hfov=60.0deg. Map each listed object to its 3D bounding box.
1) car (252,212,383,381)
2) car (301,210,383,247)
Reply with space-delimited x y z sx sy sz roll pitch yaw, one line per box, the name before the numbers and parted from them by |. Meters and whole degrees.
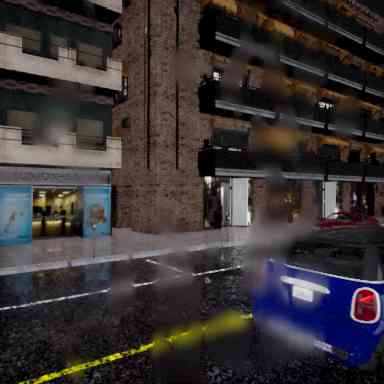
car | 3.180 1.352 5.581 4.553 1.767 2.097 0 0 -35
car | 7.172 1.583 15.538 4.206 1.307 1.802 0 0 -35
